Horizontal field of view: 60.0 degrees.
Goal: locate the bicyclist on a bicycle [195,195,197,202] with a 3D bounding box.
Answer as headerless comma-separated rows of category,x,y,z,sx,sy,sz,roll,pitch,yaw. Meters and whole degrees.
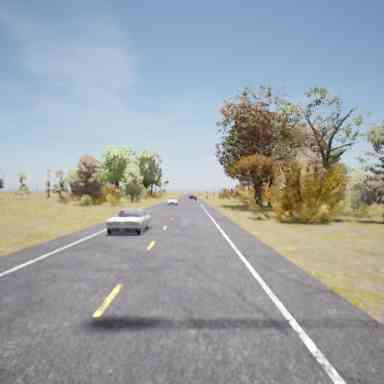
bicyclist on a bicycle,0.969,1.656,78.122,0.582,1.620,1.656,0,0,0

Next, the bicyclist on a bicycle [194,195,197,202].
bicyclist on a bicycle,0.968,1.593,87.117,0.659,1.776,1.843,0,0,0

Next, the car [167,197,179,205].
car,-3.525,1.690,60.957,1.812,1.442,4.674,0,0,1

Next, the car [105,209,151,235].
car,-3.600,1.657,19.382,1.895,1.301,4.718,0,0,0
